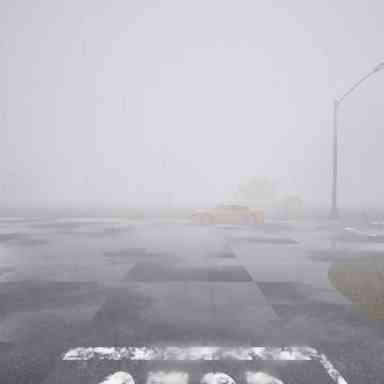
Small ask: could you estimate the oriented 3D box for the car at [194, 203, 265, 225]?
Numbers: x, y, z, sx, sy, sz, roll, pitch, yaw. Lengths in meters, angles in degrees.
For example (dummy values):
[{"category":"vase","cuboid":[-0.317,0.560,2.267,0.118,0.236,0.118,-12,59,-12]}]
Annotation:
[{"category":"car","cuboid":[2.635,1.521,23.583,5.008,1.535,1.882,1,0,1]}]
